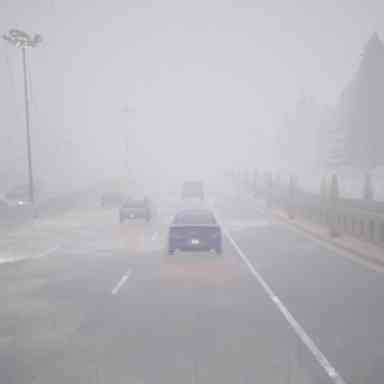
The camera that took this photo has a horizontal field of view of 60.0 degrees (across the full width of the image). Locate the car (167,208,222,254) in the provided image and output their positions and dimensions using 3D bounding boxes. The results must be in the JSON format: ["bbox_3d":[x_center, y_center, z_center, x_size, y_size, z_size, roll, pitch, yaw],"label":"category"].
[{"bbox_3d":[0.099,1.385,13.161,1.882,1.535,5.008,0,1,0],"label":"car"}]

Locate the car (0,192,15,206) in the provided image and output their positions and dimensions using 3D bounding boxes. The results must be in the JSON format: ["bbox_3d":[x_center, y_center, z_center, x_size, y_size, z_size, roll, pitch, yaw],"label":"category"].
[{"bbox_3d":[-14.095,1.031,22.079,1.812,1.442,4.674,0,3,0],"label":"car"}]

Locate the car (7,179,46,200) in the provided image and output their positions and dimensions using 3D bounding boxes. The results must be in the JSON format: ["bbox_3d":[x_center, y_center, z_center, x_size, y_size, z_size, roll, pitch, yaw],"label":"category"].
[{"bbox_3d":[-17.580,-0.098,34.773,1.837,1.490,4.892,0,7,0],"label":"car"}]

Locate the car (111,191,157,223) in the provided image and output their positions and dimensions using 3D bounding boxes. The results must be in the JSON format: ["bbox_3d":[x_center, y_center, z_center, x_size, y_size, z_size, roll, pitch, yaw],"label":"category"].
[{"bbox_3d":[-3.401,1.037,21.420,2.128,1.511,4.902,0,3,0],"label":"car"}]

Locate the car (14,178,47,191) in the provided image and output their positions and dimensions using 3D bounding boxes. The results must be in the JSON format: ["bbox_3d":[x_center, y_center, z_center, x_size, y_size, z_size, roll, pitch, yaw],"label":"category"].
[{"bbox_3d":[-21.048,-0.999,43.541,1.895,1.301,4.718,0,6,1],"label":"car"}]

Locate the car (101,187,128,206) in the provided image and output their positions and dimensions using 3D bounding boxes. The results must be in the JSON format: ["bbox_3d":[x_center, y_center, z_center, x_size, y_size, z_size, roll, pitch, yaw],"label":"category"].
[{"bbox_3d":[-6.902,0.314,30.560,1.882,1.535,5.008,0,5,0],"label":"car"}]

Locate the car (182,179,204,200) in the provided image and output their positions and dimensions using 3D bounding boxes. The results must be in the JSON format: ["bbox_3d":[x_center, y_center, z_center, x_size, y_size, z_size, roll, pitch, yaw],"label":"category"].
[{"bbox_3d":[0.100,-0.377,34.749,2.150,2.045,5.566,0,6,0],"label":"car"}]
